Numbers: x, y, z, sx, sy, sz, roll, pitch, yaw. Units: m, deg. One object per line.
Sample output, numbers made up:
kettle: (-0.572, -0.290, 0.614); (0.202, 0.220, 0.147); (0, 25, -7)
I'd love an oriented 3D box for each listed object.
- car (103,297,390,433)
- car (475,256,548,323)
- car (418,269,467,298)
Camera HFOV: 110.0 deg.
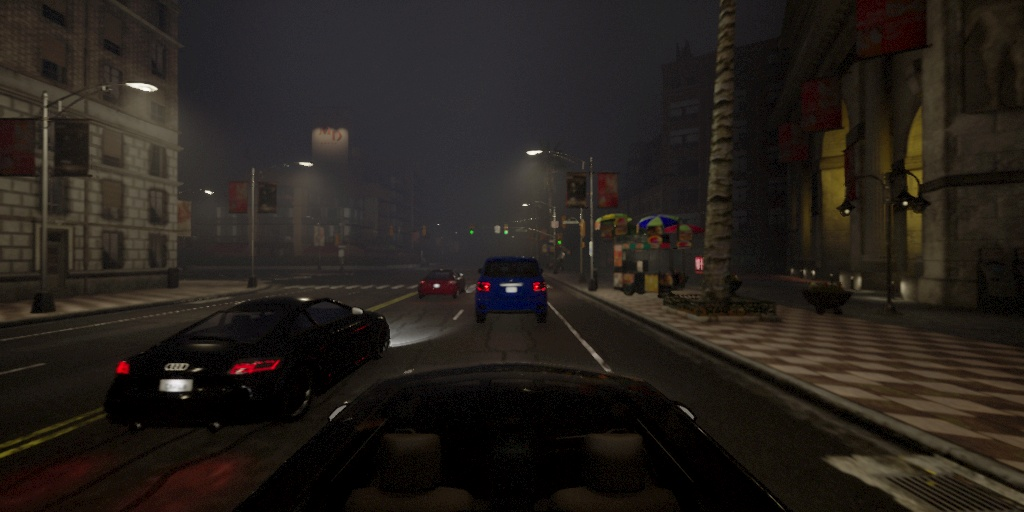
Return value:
car: (-3.512, 1.335, 5.763); (1.994, 1.385, 4.181); (0, 0, 0)
car: (-0.033, 1.024, 12.533); (2.150, 2.045, 5.566); (0, 0, 0)
car: (-3.606, 1.397, 19.082); (1.994, 1.385, 4.181); (0, 0, 0)
